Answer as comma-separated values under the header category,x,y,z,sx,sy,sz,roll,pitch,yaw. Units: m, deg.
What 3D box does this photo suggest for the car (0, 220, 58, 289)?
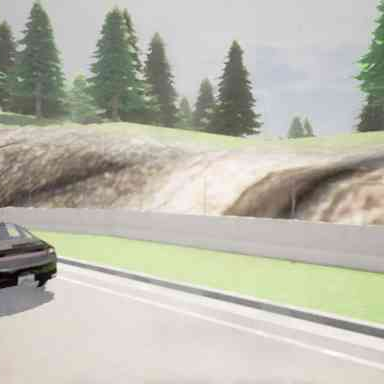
category,x,y,z,sx,sy,sz,roll,pitch,yaw
car,-5.082,1.379,7.545,4.902,1.511,2.128,1,0,34
